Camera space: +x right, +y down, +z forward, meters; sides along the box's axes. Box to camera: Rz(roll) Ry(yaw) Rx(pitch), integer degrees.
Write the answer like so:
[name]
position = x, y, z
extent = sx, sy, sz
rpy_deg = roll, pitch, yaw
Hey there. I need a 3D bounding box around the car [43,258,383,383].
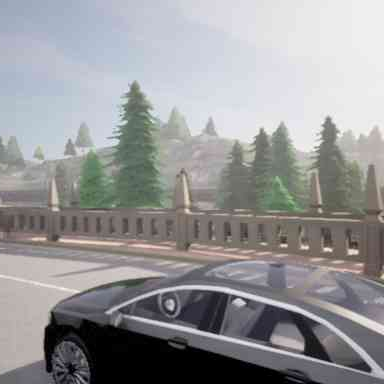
[car]
position = 0.414, 1.492, 3.465
extent = 4.902, 1.511, 2.128
rpy_deg = -1, 0, 35
